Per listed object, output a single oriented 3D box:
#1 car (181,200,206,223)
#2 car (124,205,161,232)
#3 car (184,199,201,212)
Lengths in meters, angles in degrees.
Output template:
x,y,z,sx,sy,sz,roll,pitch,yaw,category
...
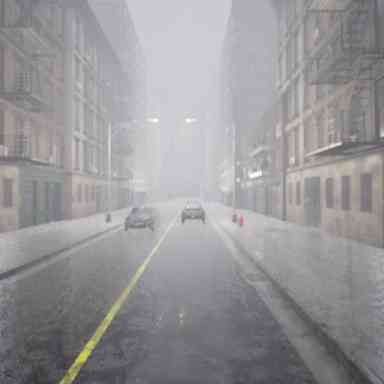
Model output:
x,y,z,sx,sy,sz,roll,pitch,yaw,category
0.106,1.653,27.252,2.128,1.511,4.902,0,0,0,car
-3.093,1.628,21.363,1.837,1.490,4.892,0,0,0,car
0.098,1.788,44.802,2.163,1.488,4.792,0,0,0,car
